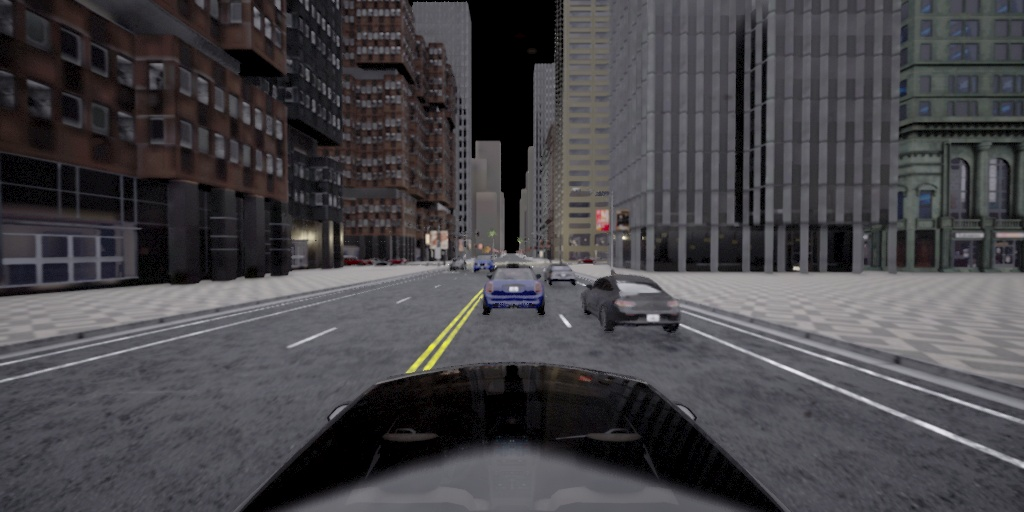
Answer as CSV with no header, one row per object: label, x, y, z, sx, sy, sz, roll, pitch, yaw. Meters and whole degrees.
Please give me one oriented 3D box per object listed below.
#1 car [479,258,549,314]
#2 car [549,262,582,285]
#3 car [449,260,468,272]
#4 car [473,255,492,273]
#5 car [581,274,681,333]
car,0.076,1.089,13.767,2.097,1.767,4.553,0,0,0
car,3.305,1.268,25.401,2.033,1.411,5.357,0,0,0
car,-6.576,1.188,44.503,1.837,1.490,4.892,0,0,0
car,-3.332,0.908,42.937,2.150,2.045,5.566,0,0,0
car,3.302,1.267,10.634,1.812,1.442,4.674,0,0,1
